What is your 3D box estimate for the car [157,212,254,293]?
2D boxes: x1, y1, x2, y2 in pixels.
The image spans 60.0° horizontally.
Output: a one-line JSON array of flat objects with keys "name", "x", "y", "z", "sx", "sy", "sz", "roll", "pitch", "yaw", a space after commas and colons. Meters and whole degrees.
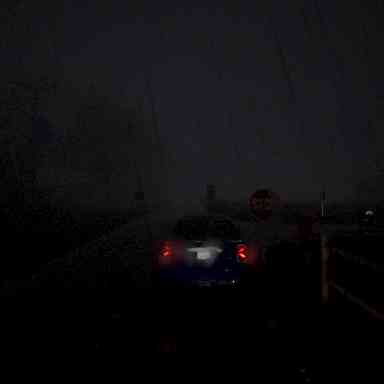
[{"name": "car", "x": 0.399, "y": 1.351, "z": 9.071, "sx": 2.097, "sy": 1.767, "sz": 4.553, "roll": 0, "pitch": 0, "yaw": 4}]

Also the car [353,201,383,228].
[{"name": "car", "x": 12.773, "y": 1.299, "z": 21.213, "sx": 4.553, "sy": 1.767, "sz": 2.097, "roll": 0, "pitch": 0, "yaw": 1}]
